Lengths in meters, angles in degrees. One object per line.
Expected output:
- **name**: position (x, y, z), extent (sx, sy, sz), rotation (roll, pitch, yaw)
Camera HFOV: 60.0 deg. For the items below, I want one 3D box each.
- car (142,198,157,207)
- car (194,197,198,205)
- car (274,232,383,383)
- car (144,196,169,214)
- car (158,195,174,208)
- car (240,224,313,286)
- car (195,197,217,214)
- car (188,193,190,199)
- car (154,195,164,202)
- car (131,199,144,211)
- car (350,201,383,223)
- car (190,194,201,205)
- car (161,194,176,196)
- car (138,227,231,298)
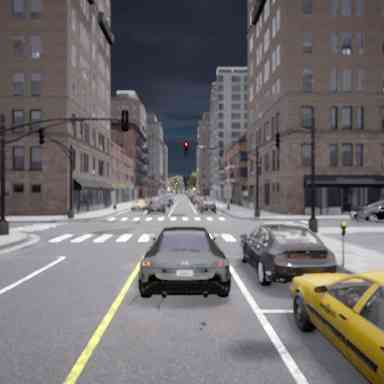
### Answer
- **car**: position (-6.773, 1.606, 52.934), extent (1.947, 1.339, 4.313), rotation (0, 0, -2)
- **car**: position (1.553, 1.614, 41.792), extent (1.802, 1.307, 4.206), rotation (0, 0, -2)
- **car**: position (2.571, 1.528, 4.012), extent (1.752, 1.417, 4.829), rotation (0, 0, -2)
- **car**: position (-3.780, 1.534, 36.354), extent (1.837, 1.490, 4.892), rotation (0, 0, -1)
- **car**: position (-4.089, 1.601, 48.322), extent (1.994, 1.385, 4.181), rotation (0, 0, -1)
- **car**: position (2.426, 1.558, 9.246), extent (2.008, 1.369, 4.403), rotation (0, 0, -2)
- **car**: position (1.705, 1.579, 36.112), extent (2.008, 1.369, 4.403), rotation (0, 0, -2)
- **car**: position (0.793, 1.364, 70.191), extent (2.192, 1.841, 5.009), rotation (0, 0, -2)
- **car**: position (-7.381, 1.492, 75.651), extent (1.967, 1.590, 4.097), rotation (0, 0, -2)
- **car**: position (-6.465, 1.558, 41.406), extent (1.752, 1.417, 4.829), rotation (0, 0, -2)
- **car**: position (14.085, 1.418, 24.211), extent (4.902, 1.511, 2.128), rotation (-1, 0, -3)
- **car**: position (1.097, 1.483, 58.831), extent (1.967, 1.590, 4.097), rotation (0, 0, -2)
- **car**: position (-4.445, 1.593, 62.980), extent (2.033, 1.411, 5.357), rotation (0, 0, -1)
- **car**: position (-0.194, 1.571, 8.571), extent (1.994, 1.385, 4.181), rotation (0, 0, -2)
